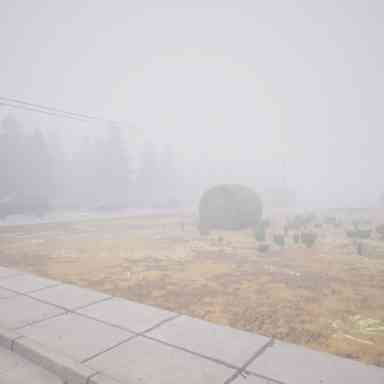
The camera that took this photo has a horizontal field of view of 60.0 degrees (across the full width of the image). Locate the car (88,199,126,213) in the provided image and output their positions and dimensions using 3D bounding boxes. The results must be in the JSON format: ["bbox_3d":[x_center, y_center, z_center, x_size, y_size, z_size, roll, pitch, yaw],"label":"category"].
[{"bbox_3d":[-9.552,1.552,37.751,1.812,1.442,4.674,0,0,37],"label":"car"}]

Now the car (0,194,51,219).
[{"bbox_3d":[-15.500,1.248,29.703,2.150,2.045,5.566,0,0,36],"label":"car"}]

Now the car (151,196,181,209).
[{"bbox_3d":[-3.586,1.379,45.829,2.097,1.767,4.553,0,0,37],"label":"car"}]
